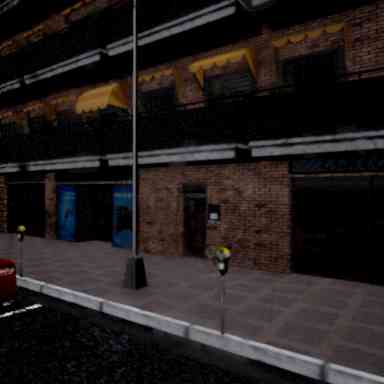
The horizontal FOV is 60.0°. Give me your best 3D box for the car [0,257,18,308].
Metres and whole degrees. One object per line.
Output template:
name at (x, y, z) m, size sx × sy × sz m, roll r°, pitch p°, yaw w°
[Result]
car at (-5.235, 1.540, 6.570) m, size 4.507 × 1.381 × 1.887 m, roll 0°, pitch 0°, yaw 35°
